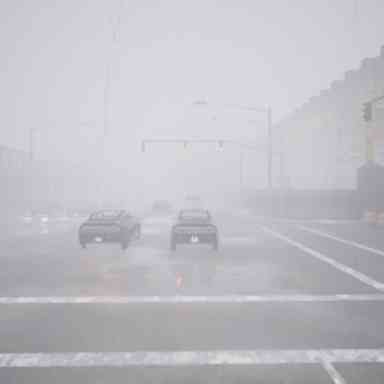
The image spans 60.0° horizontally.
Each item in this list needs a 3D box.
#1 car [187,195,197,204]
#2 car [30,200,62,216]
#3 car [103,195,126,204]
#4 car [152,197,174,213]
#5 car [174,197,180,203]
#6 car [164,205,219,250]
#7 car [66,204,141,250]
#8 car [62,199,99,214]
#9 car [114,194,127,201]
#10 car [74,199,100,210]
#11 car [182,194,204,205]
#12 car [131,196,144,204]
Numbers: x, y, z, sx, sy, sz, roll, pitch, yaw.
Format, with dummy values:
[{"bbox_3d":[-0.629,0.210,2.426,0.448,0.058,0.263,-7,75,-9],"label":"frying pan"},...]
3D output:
[{"bbox_3d":[0.002,1.462,69.814,2.097,1.767,4.553,0,0,0],"label":"car"},{"bbox_3d":[-14.089,1.555,32.769,1.837,1.490,4.892,0,0,0],"label":"car"},{"bbox_3d":[-10.580,1.546,44.576,1.882,1.535,5.008,0,0,0],"label":"car"},{"bbox_3d":[-3.398,1.562,37.830,1.837,1.490,4.892,0,0,0],"label":"car"},{"bbox_3d":[-3.498,1.659,69.854,1.994,1.385,4.181,0,0,0],"label":"car"},{"bbox_3d":[0.101,1.513,14.350,2.128,1.511,4.902,0,0,0],"label":"car"},{"bbox_3d":[-3.399,1.514,14.499,2.128,1.511,4.902,0,0,0],"label":"car"},{"bbox_3d":[-10.591,1.575,32.332,1.812,1.442,4.674,0,0,0],"label":"car"},{"bbox_3d":[-13.998,1.319,63.696,2.150,2.045,5.566,0,0,0],"label":"car"},{"bbox_3d":[-14.078,1.668,44.858,1.895,1.301,4.718,0,0,1],"label":"car"},{"bbox_3d":[0.101,1.278,36.973,2.150,2.045,5.566,0,0,0],"label":"car"},{"bbox_3d":[-10.499,1.603,64.117,1.837,1.490,4.892,0,0,0],"label":"car"}]
